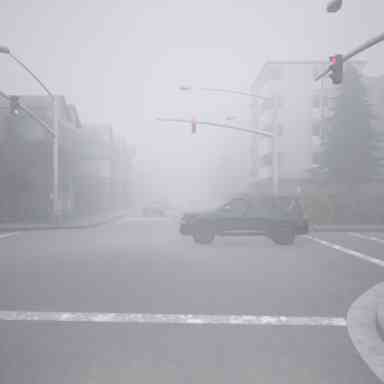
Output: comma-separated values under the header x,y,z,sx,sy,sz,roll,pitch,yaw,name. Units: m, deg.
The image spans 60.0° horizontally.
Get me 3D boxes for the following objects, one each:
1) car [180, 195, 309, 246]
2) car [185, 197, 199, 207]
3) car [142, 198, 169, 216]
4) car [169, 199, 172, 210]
x,y,z,sx,sy,sz,roll,pitch,yaw,name
2.247,1.159,14.652,5.566,2.045,2.150,0,0,0,car
0.008,1.518,53.495,2.033,1.411,5.357,0,0,0,car
-3.579,1.487,31.734,1.837,1.490,4.892,0,0,0,car
-3.573,1.482,41.822,1.837,1.490,4.892,0,0,1,car
